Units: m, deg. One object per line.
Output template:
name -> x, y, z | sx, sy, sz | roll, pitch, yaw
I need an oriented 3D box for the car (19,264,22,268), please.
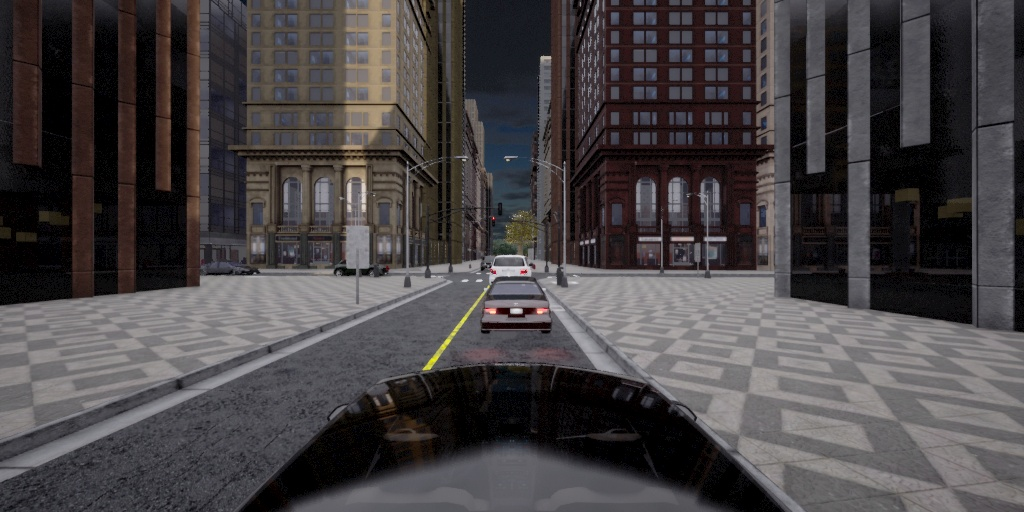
car -> -48.638, 0.968, 33.456 | 4.553, 1.767, 2.097 | 0, 0, 0

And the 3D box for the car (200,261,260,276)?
car -> -26.591, 1.212, 33.369 | 5.357, 1.411, 2.033 | 0, 0, 0

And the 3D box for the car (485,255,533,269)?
car -> 0.019, 0.971, 20.883 | 2.150, 2.045, 5.566 | 0, 0, 4

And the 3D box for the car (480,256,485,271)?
car -> -3.124, 0.970, 49.514 | 2.150, 2.045, 5.566 | 0, 0, -1

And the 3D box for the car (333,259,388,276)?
car -> -13.986, 1.053, 33.370 | 4.553, 1.767, 2.097 | 0, 0, 0

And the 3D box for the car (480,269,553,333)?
car -> 0.092, 1.297, 10.638 | 2.033, 1.411, 5.357 | 0, 0, 0
